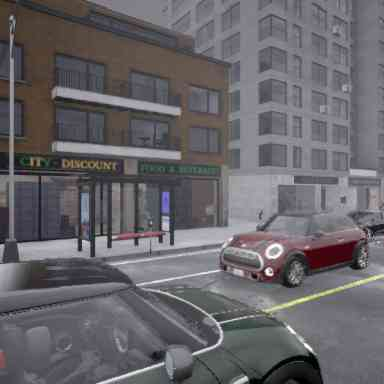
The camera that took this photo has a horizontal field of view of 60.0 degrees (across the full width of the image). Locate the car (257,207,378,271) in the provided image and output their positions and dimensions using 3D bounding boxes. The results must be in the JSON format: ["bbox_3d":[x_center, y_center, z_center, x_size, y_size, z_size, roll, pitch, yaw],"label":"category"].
[{"bbox_3d":[2.950,1.352,9.347,4.553,1.767,2.097,0,0,-35],"label":"car"}]

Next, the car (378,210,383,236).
[{"bbox_3d":[8.602,1.566,16.530,4.313,1.339,1.947,0,0,-36],"label":"car"}]

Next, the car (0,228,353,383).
[{"bbox_3d":[-1.002,1.352,2.597,4.553,1.767,2.097,0,0,-36],"label":"car"}]
